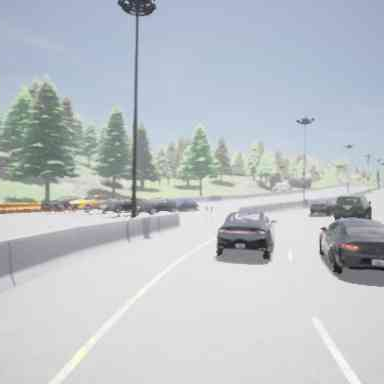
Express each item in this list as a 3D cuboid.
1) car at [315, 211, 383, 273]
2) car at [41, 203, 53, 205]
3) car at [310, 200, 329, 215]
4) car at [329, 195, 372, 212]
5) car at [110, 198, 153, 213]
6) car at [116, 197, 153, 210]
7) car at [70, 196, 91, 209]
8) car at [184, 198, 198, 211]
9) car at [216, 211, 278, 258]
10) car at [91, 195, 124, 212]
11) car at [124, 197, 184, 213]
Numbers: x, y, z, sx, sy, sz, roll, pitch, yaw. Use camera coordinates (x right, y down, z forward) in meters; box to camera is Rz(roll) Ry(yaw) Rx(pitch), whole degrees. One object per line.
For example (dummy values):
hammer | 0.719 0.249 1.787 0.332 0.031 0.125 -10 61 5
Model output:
car | 5.124 1.558 10.359 1.812 1.442 4.674 0 0 14
car | -12.218 1.031 32.926 2.033 1.411 5.357 1 0 29
car | 13.172 1.506 33.188 2.128 1.511 4.902 1 1 34
car | 12.787 1.287 26.405 2.150 2.045 5.566 1 1 34
car | -6.409 1.411 35.670 1.812 1.442 4.674 1 0 33
car | -7.000 1.376 41.105 1.812 1.442 4.674 1 0 34
car | -9.162 1.005 31.219 1.882 1.535 5.008 1 0 29
car | -1.061 1.435 37.391 1.812 1.442 4.674 1 0 34
car | 2.188 1.490 12.846 2.128 1.511 4.902 0 0 16
car | -6.107 1.088 29.512 2.128 1.511 4.902 1 0 29
car | -3.052 1.123 27.805 2.128 1.511 4.902 1 0 29
